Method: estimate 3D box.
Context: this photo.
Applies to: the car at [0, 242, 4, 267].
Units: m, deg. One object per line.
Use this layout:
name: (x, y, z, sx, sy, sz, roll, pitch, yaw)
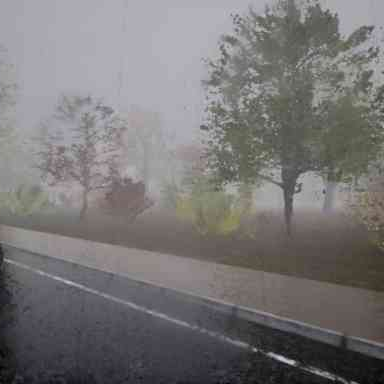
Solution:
car: (-7.636, 1.651, 10.543, 4.181, 1.385, 1.994, 0, -1, 42)
